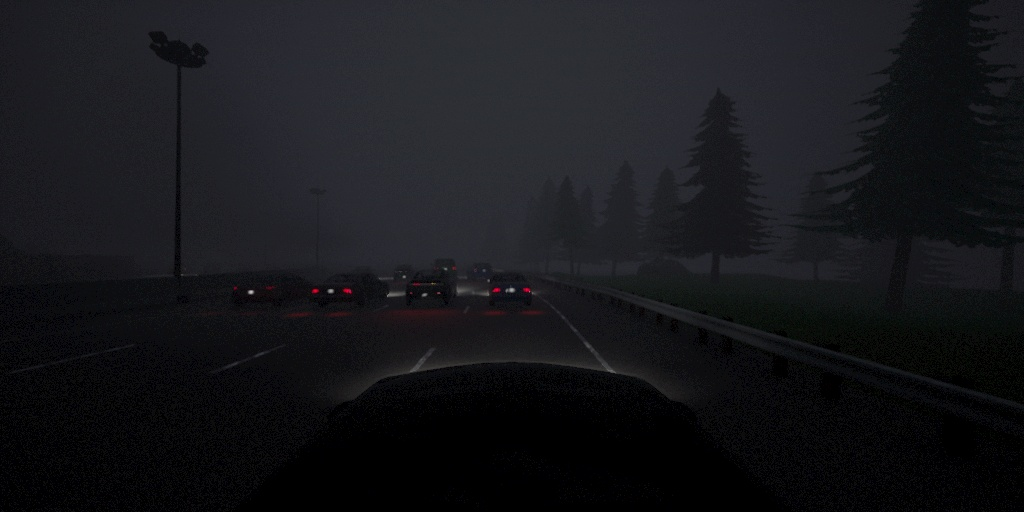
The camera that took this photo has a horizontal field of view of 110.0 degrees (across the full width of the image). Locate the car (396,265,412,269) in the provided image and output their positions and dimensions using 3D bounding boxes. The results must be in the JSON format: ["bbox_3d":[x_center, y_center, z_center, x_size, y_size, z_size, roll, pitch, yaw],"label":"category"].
[{"bbox_3d":[-9.925,1.546,33.173,1.837,1.490,4.892,0,0,-16],"label":"car"}]

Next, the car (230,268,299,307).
[{"bbox_3d":[-10.675,1.450,16.470,1.994,1.385,4.181,0,0,-4],"label":"car"}]

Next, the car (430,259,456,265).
[{"bbox_3d":[-6.460,1.261,33.811,2.150,2.045,5.566,0,0,-15],"label":"car"}]

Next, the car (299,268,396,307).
[{"bbox_3d":[-7.150,1.431,16.353,2.033,1.411,5.357,0,0,-3],"label":"car"}]

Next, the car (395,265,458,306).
[{"bbox_3d":[-3.685,1.381,16.862,2.128,1.511,4.902,0,0,-4],"label":"car"}]

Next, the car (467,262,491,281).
[{"bbox_3d":[-3.099,1.403,34.767,2.097,1.767,4.553,0,-1,-15],"label":"car"}]

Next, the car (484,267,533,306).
[{"bbox_3d":[-0.161,1.435,16.763,2.033,1.411,5.357,0,0,-4],"label":"car"}]

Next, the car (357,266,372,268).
[{"bbox_3d":[-13.302,1.594,32.251,1.994,1.385,4.181,0,-1,-16],"label":"car"}]

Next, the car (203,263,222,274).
[{"bbox_3d":[-41.699,1.682,49.969,2.128,1.511,4.902,0,-1,-38],"label":"car"}]
